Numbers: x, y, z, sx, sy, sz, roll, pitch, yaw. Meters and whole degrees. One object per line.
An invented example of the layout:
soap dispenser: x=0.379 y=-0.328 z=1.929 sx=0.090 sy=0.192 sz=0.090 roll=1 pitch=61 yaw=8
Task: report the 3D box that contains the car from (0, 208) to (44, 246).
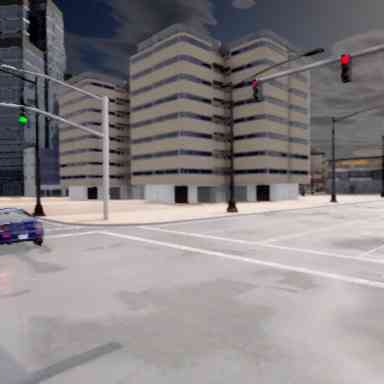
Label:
car: x=-7.431 y=1.366 z=13.236 sx=1.812 sy=1.442 sz=4.674 roll=-1 pitch=1 yaw=-44
